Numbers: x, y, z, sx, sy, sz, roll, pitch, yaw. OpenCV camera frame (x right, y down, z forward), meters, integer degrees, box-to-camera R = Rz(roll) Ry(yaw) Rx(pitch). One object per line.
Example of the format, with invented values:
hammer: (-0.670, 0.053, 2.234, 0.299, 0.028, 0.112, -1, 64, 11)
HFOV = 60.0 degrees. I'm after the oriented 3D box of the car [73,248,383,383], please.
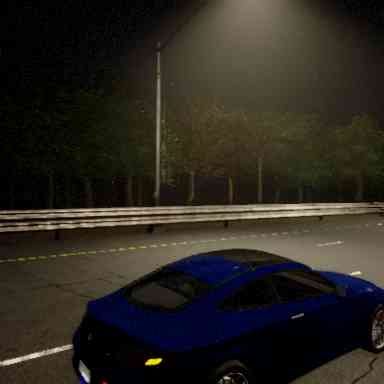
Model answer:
car: (0.866, 1.522, 4.476, 4.674, 1.442, 1.812, 0, 0, -35)
